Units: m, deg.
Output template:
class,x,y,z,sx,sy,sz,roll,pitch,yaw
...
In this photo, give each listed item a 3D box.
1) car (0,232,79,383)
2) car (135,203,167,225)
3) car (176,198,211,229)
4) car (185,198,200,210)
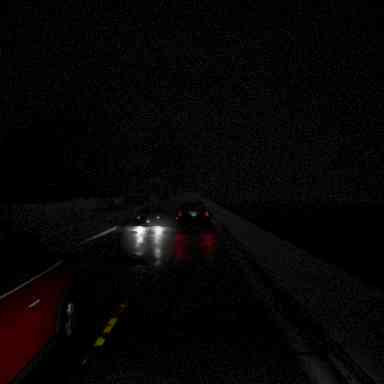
class,x,y,z,sx,sy,sz,roll,pitch,yaw
car,-2.831,1.352,3.336,2.097,1.767,4.553,0,0,0
car,-2.854,1.542,24.236,2.033,1.411,5.357,0,0,0
car,0.095,1.347,21.615,2.097,1.767,4.553,0,0,0
car,0.093,1.510,43.285,1.812,1.442,4.674,0,0,0
